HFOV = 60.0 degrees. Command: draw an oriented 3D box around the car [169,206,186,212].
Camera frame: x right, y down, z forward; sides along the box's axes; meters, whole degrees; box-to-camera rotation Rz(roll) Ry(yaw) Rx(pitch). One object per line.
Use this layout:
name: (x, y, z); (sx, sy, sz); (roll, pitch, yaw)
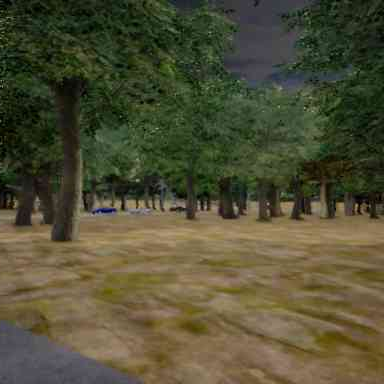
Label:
car: (-3.193, 3.848, 75.426); (1.837, 1.490, 4.892); (-1, -3, 33)

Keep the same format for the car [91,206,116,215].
car: (-16.189, 3.350, 61.089); (1.882, 1.535, 5.008); (-2, -3, 34)

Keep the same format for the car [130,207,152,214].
car: (-9.927, 3.646, 65.079); (1.895, 1.301, 4.718); (-2, -3, 33)
